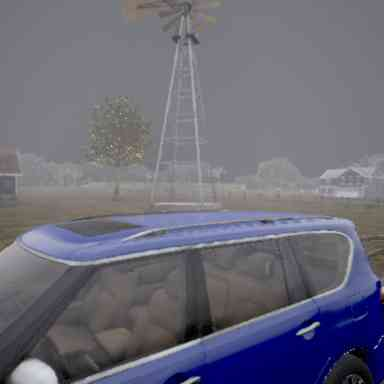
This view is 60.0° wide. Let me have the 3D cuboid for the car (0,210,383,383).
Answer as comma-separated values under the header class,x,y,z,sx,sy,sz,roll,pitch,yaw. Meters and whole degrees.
class,x,y,z,sx,sy,sz,roll,pitch,yaw
car,-0.588,1.225,2.649,5.566,2.045,2.150,0,0,-36
